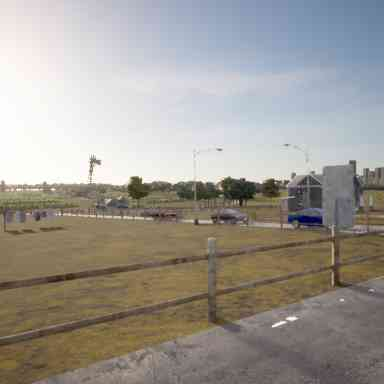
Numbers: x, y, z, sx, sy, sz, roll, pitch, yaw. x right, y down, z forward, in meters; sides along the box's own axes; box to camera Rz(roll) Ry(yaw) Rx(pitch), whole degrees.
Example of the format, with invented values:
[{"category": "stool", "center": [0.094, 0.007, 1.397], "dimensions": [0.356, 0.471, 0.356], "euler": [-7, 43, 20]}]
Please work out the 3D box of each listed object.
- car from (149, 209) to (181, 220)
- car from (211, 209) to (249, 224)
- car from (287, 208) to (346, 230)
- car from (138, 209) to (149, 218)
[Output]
[{"category": "car", "center": [-3.437, 3.070, 44.100], "dimensions": [1.895, 1.301, 4.718], "euler": [0, -2, -36]}, {"category": "car", "center": [3.777, 2.485, 34.003], "dimensions": [1.812, 1.442, 4.674], "euler": [0, -2, -36]}, {"category": "car", "center": [9.753, 2.029, 25.659], "dimensions": [1.882, 1.535, 5.008], "euler": [0, -2, -36]}, {"category": "car", "center": [-7.128, 3.474, 54.302], "dimensions": [1.994, 1.385, 4.181], "euler": [0, -2, -36]}]
